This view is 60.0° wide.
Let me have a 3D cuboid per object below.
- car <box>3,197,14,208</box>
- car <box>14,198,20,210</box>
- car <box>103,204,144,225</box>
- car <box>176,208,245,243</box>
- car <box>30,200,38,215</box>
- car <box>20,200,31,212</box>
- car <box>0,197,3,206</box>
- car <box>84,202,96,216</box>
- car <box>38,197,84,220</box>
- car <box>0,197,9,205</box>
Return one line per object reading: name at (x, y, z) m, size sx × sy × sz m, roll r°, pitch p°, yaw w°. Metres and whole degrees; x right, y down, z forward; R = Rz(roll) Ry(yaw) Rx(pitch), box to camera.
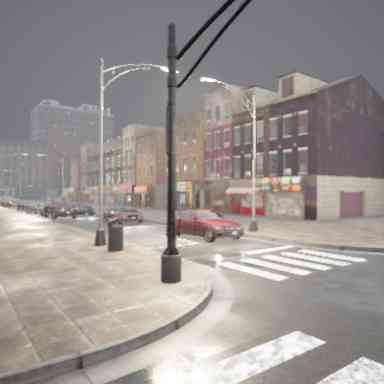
car at (-27.385, 1.606, 51.346) m, size 1.967 × 1.590 × 4.097 m, roll 0°, pitch 0°, yaw -36°
car at (-21.070, 1.673, 42.507) m, size 1.887 × 1.381 × 4.507 m, roll 0°, pitch 0°, yaw -36°
car at (-5.182, 1.626, 24.661) m, size 1.994 × 1.385 × 4.181 m, roll 0°, pitch 0°, yaw -34°
car at (0.547, 1.560, 16.619) m, size 1.812 × 1.442 × 4.674 m, roll 0°, pitch 0°, yaw -36°
car at (-14.657, 1.617, 33.531) m, size 1.752 × 1.417 × 4.829 m, roll 0°, pitch 0°, yaw -36°
car at (-17.913, 1.661, 38.088) m, size 2.008 × 1.369 × 4.403 m, roll 0°, pitch 0°, yaw -36°
car at (-30.543, 1.625, 55.765) m, size 1.967 × 1.590 × 4.097 m, roll 0°, pitch 0°, yaw -36°
car at (-11.364, 1.642, 33.308) m, size 2.033 × 1.411 × 5.357 m, roll 0°, pitch 0°, yaw -35°
car at (-11.599, 1.390, 29.250) m, size 2.192 × 1.841 × 5.009 m, roll 0°, pitch 0°, yaw -36°
car at (-36.758, 1.750, 64.465) m, size 1.752 × 1.417 × 4.829 m, roll 0°, pitch 0°, yaw -36°
